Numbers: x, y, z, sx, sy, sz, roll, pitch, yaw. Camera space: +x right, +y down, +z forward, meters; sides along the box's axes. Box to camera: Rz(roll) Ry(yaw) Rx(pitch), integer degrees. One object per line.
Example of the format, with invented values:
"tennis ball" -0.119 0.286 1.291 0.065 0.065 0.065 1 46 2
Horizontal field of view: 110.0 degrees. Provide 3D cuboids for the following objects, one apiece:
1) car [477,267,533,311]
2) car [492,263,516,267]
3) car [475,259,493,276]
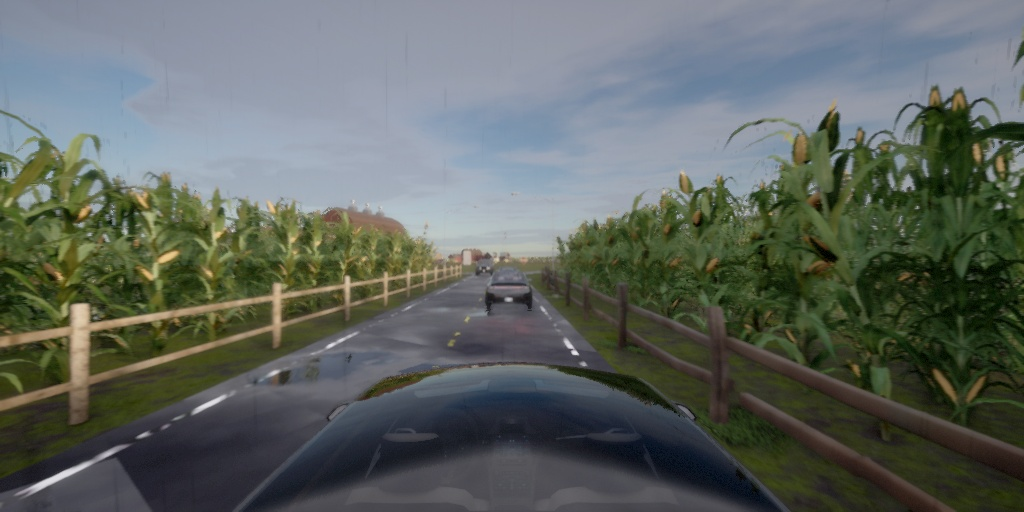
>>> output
"car" -0.131 1.386 15.401 2.128 1.511 4.902 0 0 0
"car" -0.333 1.543 30.399 2.128 1.511 4.902 0 0 0
"car" -3.300 1.424 44.510 2.150 2.045 5.566 0 -1 -1
